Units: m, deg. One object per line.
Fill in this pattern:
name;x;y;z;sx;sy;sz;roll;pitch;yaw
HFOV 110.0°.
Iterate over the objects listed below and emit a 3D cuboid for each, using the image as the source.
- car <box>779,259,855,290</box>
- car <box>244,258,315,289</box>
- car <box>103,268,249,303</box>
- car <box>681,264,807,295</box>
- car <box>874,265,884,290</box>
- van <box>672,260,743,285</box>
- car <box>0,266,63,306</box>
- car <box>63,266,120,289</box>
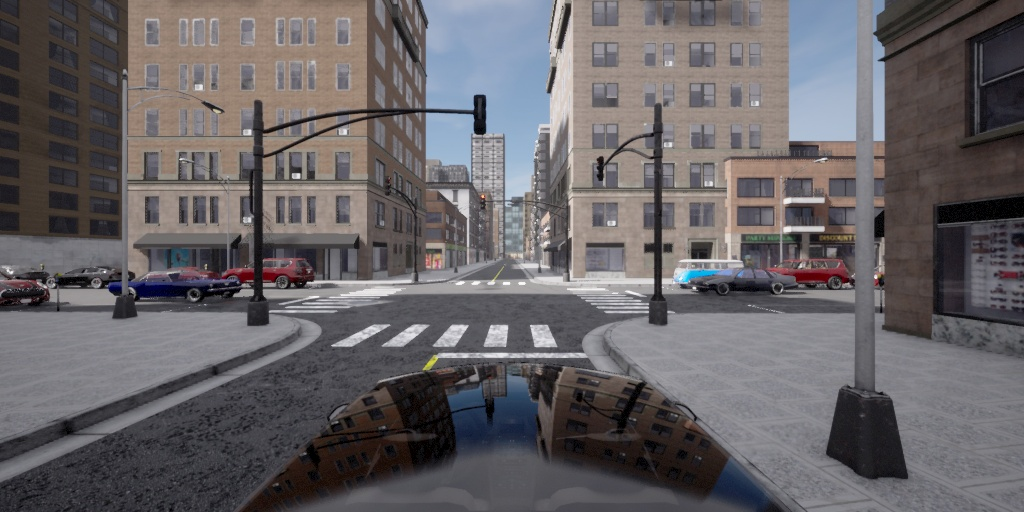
car;17.631;1.087;21.952;5.009;1.841;2.192;0;0;0
car;-14.913;1.058;22.134;5.009;1.841;2.192;0;0;0
car;-15.003;1.345;16.192;4.718;1.301;1.895;0;0;3
car;12.342;1.315;19.280;5.357;1.411;2.033;0;0;-5
car;22.590;1.281;19.164;4.892;1.490;1.837;0;0;1
van;12.034;1.108;21.983;3.998;1.789;1.690;0;0;0
car;-20.459;1.179;13.639;4.097;1.591;1.967;0;0;0
car;-25.960;1.299;22.196;4.313;1.339;1.948;0;0;0
